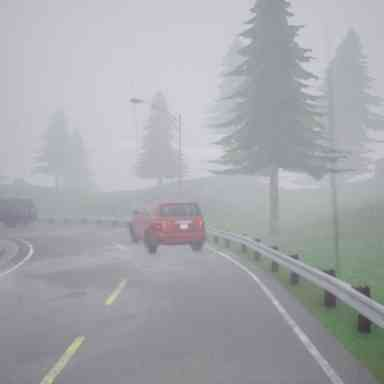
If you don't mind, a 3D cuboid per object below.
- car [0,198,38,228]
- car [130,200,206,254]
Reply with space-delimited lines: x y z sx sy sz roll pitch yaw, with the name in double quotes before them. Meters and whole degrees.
"car" -14.081 1.450 23.944 5.566 2.045 2.150 0 -1 0
"car" -1.225 1.350 14.474 2.150 2.045 5.566 0 0 -20
